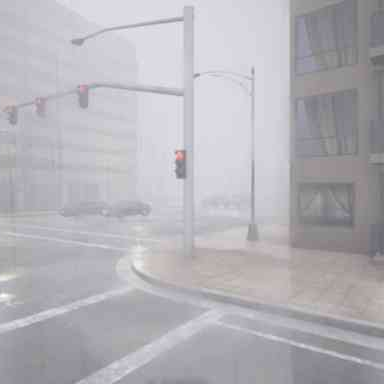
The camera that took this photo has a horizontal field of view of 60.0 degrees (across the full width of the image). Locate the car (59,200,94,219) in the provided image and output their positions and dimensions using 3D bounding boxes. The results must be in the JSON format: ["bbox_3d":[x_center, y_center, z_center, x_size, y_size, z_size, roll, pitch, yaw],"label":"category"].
[{"bbox_3d":[-9.310,1.489,29.507,1.837,1.490,4.892,0,0,35],"label":"car"}]

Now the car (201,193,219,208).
[{"bbox_3d":[3.484,1.209,47.666,2.150,2.045,5.566,0,0,35],"label":"car"}]

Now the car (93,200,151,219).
[{"bbox_3d":[-5.604,1.476,28.699,2.128,1.511,4.902,0,0,35],"label":"car"}]

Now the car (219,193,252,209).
[{"bbox_3d":[6.347,1.211,45.654,2.150,2.045,5.566,0,0,35],"label":"car"}]
